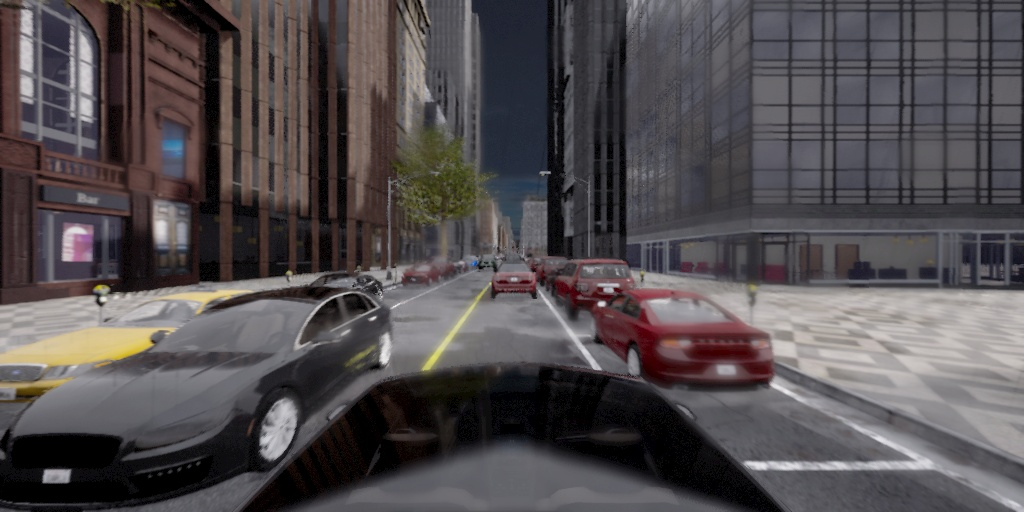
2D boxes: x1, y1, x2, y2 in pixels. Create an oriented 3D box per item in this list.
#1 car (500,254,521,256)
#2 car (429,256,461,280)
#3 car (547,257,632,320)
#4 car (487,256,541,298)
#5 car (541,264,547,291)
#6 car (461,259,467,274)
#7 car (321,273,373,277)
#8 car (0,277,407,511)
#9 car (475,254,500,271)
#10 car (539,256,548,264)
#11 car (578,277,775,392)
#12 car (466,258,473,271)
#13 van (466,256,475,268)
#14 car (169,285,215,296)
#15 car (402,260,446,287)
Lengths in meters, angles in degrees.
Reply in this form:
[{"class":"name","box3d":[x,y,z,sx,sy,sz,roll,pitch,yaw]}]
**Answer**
[{"class":"car","box3d":[0.094,0.800,38.280,2.150,2.045,5.566,0,0,0]},{"class":"car","box3d":[-5.862,0.934,29.255,2.192,1.841,5.009,0,0,0]},{"class":"car","box3d":[2.665,1.012,12.332,2.192,1.841,5.009,0,0,0]},{"class":"car","box3d":[0.096,1.023,17.779,2.097,1.767,4.553,0,0,0]},{"class":"car","box3d":[2.665,1.237,17.969,1.948,1.339,4.313,0,0,0]},{"class":"car","box3d":[-5.863,1.159,34.895,1.948,1.339,4.313,0,0,0]},{"class":"car","box3d":[-5.860,1.263,12.337,1.948,1.339,4.313,0,0,0]},{"class":"car","box3d":[-3.102,1.238,4.869,1.837,1.490,4.892,0,0,0]},{"class":"car","box3d":[-3.094,0.772,46.171,2.150,2.045,5.566,0,0,0]},{"class":"car","box3d":[2.664,0.960,23.609,2.192,1.841,5.009,0,0,0]},{"class":"car","box3d":[2.666,1.270,6.692,1.888,1.381,4.507,0,0,0]},{"class":"car","box3d":[-5.864,1.151,40.533,1.802,1.307,4.207,0,0,0]},{"class":"van","box3d":[-5.865,0.876,51.811,1.690,1.789,3.998,0,0,0]},{"class":"car","box3d":[-5.859,1.250,6.527,1.751,1.417,4.829,0,0,0]},{"class":"car","box3d":[-5.862,1.190,23.616,1.888,1.381,4.507,0,0,0]}]
